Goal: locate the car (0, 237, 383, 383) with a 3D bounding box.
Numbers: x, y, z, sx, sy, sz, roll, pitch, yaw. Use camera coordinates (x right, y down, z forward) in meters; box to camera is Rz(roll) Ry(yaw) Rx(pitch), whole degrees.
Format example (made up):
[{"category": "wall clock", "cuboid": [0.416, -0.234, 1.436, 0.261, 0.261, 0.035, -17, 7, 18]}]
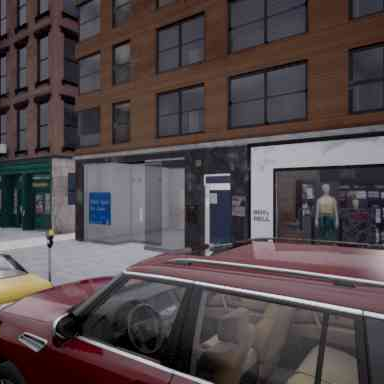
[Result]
[{"category": "car", "cuboid": [0.347, 1.315, 2.564, 5.009, 1.841, 2.192, 0, 0, 36]}]
